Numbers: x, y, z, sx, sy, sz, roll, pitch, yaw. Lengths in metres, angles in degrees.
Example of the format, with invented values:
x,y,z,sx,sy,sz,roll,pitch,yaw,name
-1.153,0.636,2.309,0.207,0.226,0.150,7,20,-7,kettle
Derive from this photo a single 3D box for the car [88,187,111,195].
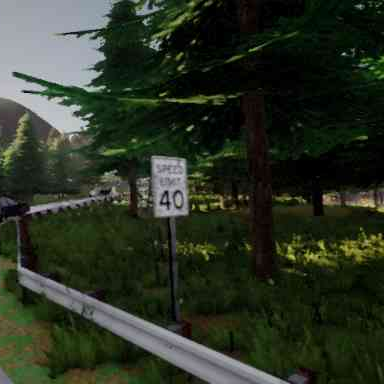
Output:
x,y,z,sx,sy,sz,roll,pitch,yaw,name
-13.105,0.014,47.417,2.128,1.511,4.902,-4,2,8,car

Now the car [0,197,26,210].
x,y,z,sx,sy,sz,roll,pitch,yaw,name
-11.684,1.018,19.999,2.033,1.411,5.357,-3,2,-4,car
